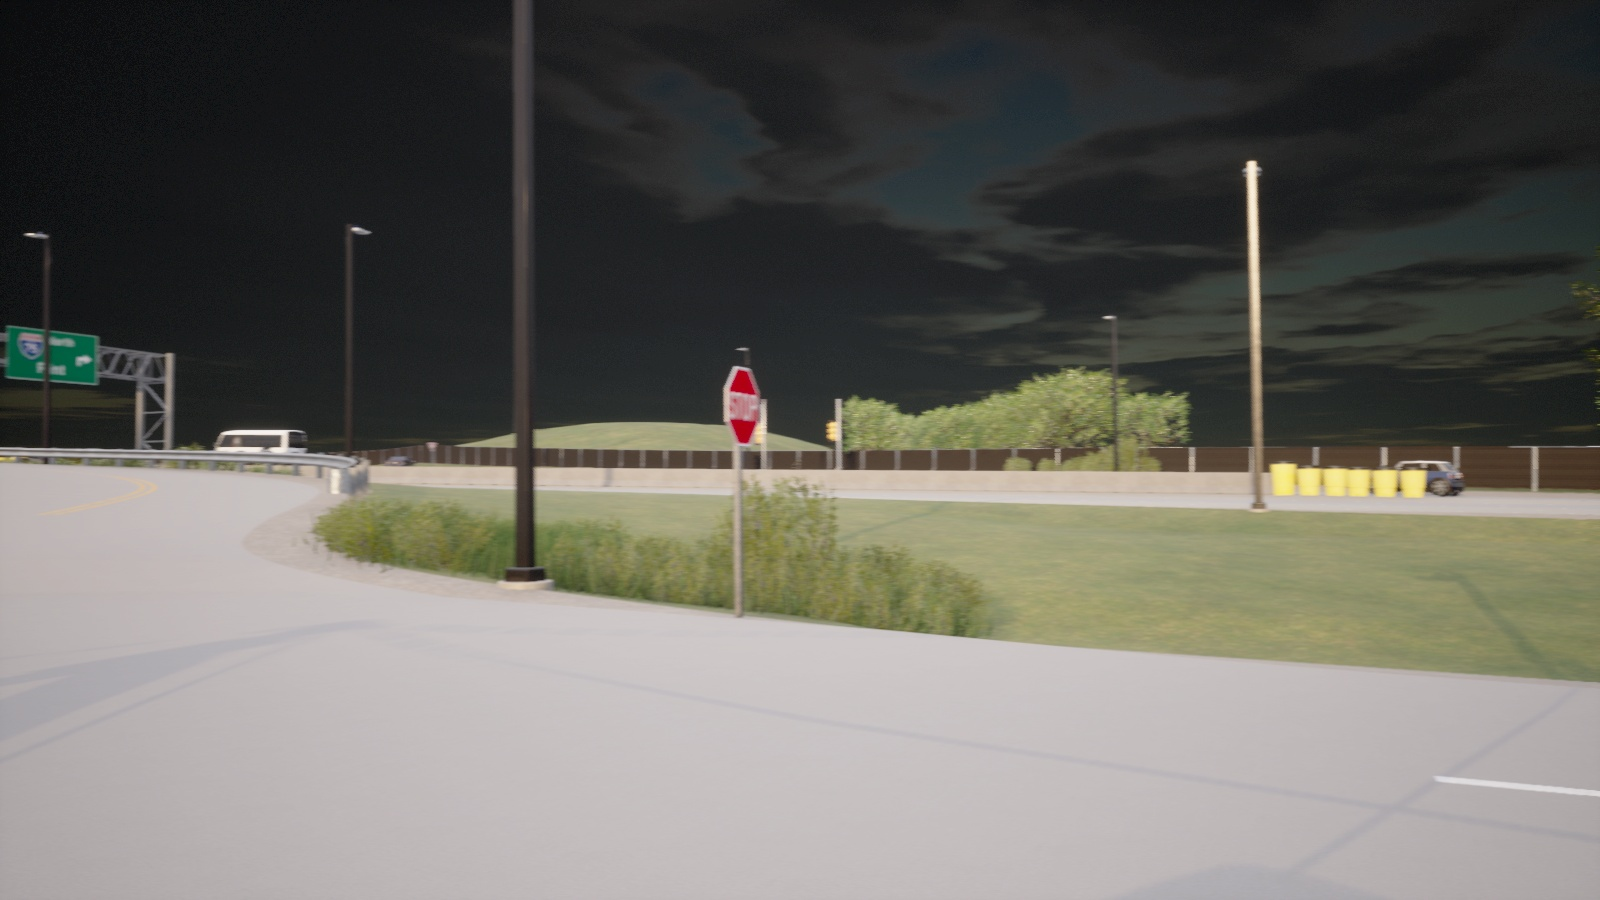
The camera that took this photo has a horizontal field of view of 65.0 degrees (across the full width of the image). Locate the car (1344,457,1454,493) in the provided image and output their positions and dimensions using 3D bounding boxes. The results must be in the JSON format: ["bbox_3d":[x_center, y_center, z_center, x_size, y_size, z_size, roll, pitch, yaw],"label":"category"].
[{"bbox_3d":[25.371,1.041,53.212,3.806,1.475,1.970,0,-1,42],"label":"car"}]
